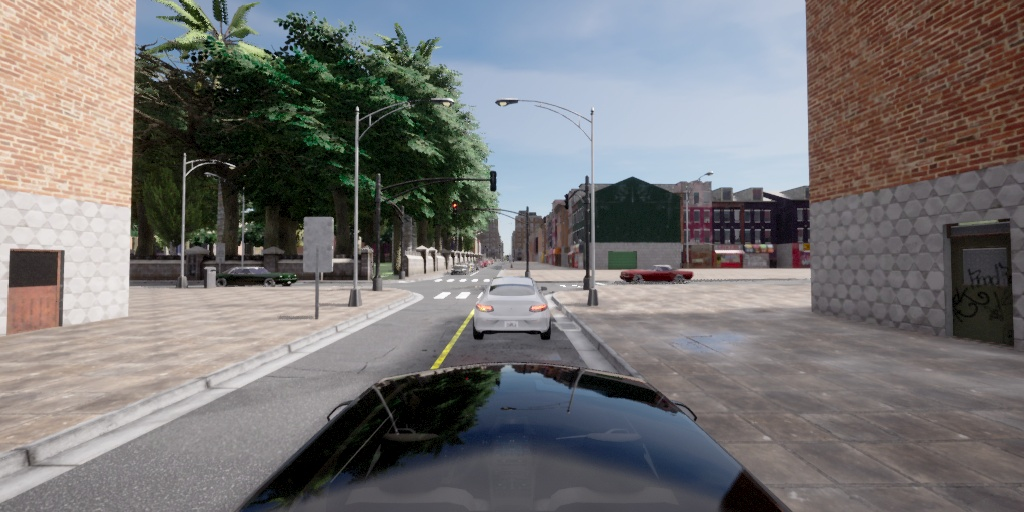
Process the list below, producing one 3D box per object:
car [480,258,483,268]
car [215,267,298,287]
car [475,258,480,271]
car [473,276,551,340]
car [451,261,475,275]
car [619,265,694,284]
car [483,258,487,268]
[{"bbox_3d":[-5.662,1.370,51.503,1.948,1.339,4.313,0,0,-1],"label":"car"},{"bbox_3d":[-16.158,1.341,22.474,4.718,1.301,1.895,0,-1,0],"label":"car"},{"bbox_3d":[-5.611,1.344,46.053,2.007,1.370,4.403,0,0,-1],"label":"car"},{"bbox_3d":[0.017,1.279,9.894,1.812,1.442,4.674,0,0,1],"label":"car"},{"bbox_3d":[-5.572,1.332,38.917,2.007,1.370,4.403,0,0,-1],"label":"car"},{"bbox_3d":[10.193,1.309,25.596,4.718,1.301,1.895,-1,-1,0],"label":"car"},{"bbox_3d":[-5.763,1.416,62.402,1.802,1.307,4.207,0,0,-1],"label":"car"}]
